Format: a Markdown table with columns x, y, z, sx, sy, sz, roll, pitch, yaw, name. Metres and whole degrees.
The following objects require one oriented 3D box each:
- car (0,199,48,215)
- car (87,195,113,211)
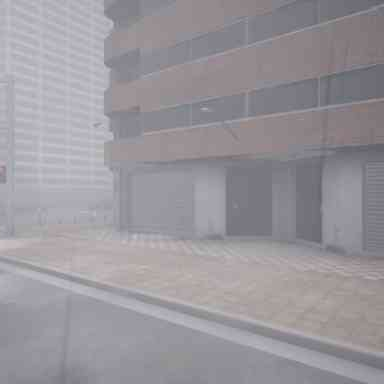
| x | y | z | sx | sy | sz | roll | pitch | yaw | name |
| --- | --- | --- | --- | --- | --- | --- | --- | --- | --- |
| -16.749 | 1.505 | 32.686 | 1.837 | 1.490 | 4.892 | 0 | 0 | 37 | car |
| -10.499 | 1.505 | 40.939 | 1.837 | 1.490 | 4.892 | 0 | 0 | 37 | car |
